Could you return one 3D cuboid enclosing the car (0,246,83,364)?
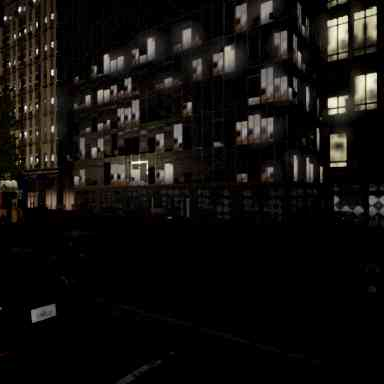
[{"bbox_3d":[-3.566,1.566,5.414,4.313,1.339,1.947,0,0,35],"label":"car"}]
